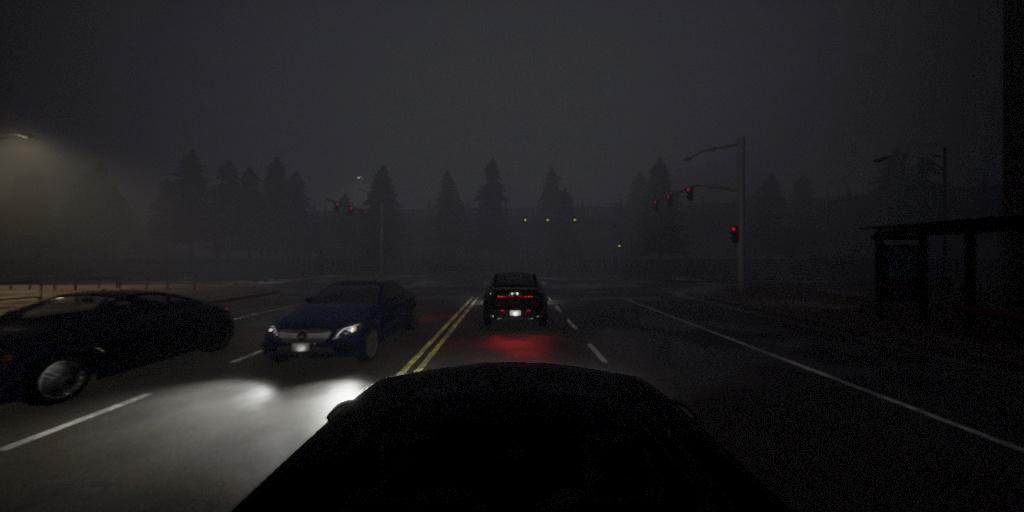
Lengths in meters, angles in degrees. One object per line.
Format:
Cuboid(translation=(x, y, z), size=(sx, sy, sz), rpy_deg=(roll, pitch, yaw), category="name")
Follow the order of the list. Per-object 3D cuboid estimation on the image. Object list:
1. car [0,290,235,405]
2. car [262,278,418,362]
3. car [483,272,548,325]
Cuboid(translation=(-7.069, 1.310, 6.115), size=(1.994, 1.385, 4.181), rpy_deg=(0, 0, 0), category="car")
Cuboid(translation=(-3.533, 1.270, 8.359), size=(1.812, 1.442, 4.674), rpy_deg=(0, 0, 1), category="car")
Cuboid(translation=(0.095, 1.246, 11.775), size=(1.837, 1.490, 4.892), rpy_deg=(0, 0, 0), category="car")
